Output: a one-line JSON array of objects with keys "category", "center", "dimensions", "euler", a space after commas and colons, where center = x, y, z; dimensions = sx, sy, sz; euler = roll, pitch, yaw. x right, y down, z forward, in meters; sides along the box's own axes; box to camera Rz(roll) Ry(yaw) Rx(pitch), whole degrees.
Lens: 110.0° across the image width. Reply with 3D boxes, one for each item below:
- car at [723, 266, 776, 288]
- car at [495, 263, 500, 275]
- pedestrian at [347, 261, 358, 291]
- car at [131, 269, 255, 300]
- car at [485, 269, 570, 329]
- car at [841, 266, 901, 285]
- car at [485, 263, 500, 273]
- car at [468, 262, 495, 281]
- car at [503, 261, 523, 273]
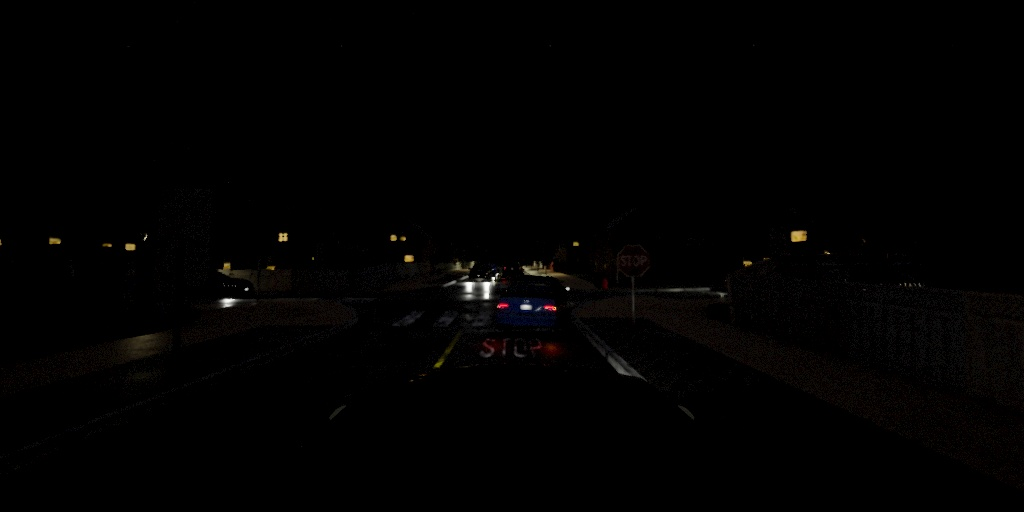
[{"category": "car", "center": [15.680, 1.378, 22.369], "dimensions": [5.008, 1.535, 1.882], "euler": [0, -3, -14]}, {"category": "car", "center": [-2.799, 1.498, 42.018], "dimensions": [1.882, 1.535, 5.008], "euler": [0, 0, 0]}, {"category": "pedestrian", "center": [-9.795, 1.225, 21.957], "dimensions": [0.375, 1.860, 0.375], "euler": [0, -3, -1]}, {"category": "car", "center": [-14.390, 1.266, 16.265], "dimensions": [4.892, 1.490, 1.837], "euler": [0, -3, 2]}, {"category": "car", "center": [0.820, 1.338, 11.585], "dimensions": [2.033, 1.411, 5.357], "euler": [1, 0, 11]}, {"category": "car", "center": [24.776, 1.371, 24.951], "dimensions": [4.892, 1.490, 1.837], "euler": [0, -3, -19]}, {"category": "car", "center": [-2.796, 1.671, 51.990], "dimensions": [1.994, 1.385, 4.181], "euler": [0, -1, 0]}, {"category": "car", "center": [-2.816, 1.450, 32.460], "dimensions": [1.837, 1.490, 4.892], "euler": [0, 0, 0]}, {"category": "car", "center": [0.079, 1.349, 39.116], "dimensions": [2.097, 1.767, 4.553], "euler": [0, 0, 1]}]
